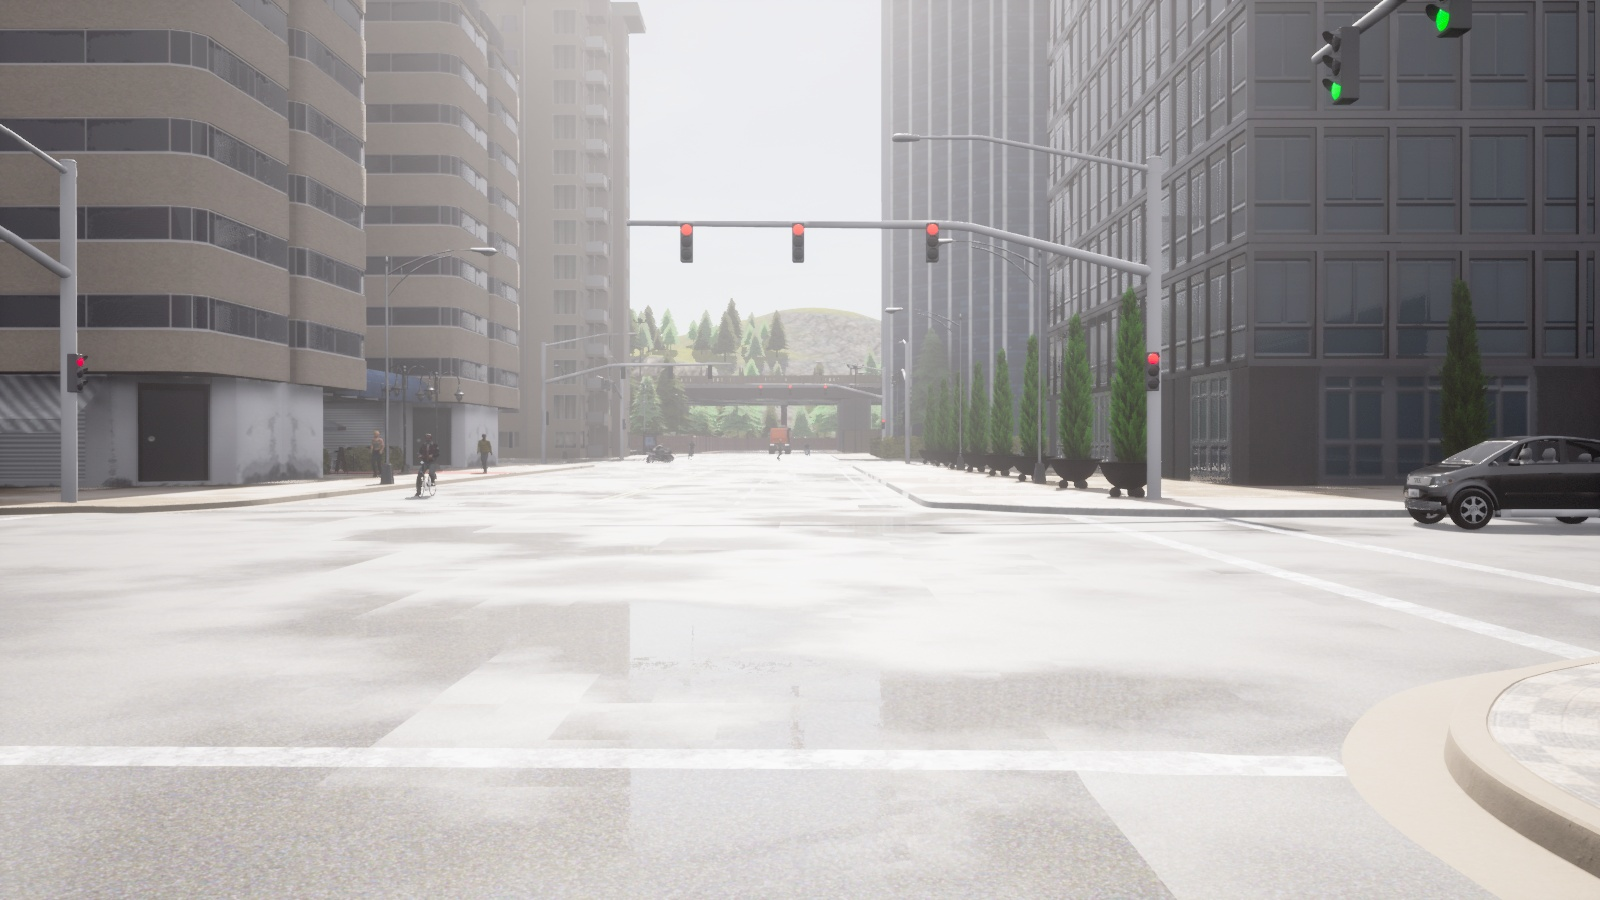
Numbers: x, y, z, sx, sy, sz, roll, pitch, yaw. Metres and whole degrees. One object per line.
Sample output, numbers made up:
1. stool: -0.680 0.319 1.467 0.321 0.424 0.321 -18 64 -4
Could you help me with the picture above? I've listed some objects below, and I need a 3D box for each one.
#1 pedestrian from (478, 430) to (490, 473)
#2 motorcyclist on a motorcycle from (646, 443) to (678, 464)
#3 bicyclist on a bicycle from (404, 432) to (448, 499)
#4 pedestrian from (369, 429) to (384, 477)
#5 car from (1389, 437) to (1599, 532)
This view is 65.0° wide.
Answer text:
1. pedestrian: -13.791 0.063 54.870 0.370 1.835 0.726 0 0 -1
2. motorcyclist on a motorcycle: -10.267 0.246 93.440 2.191 1.530 0.866 0 0 -31
3. bicyclist on a bicycle: -10.291 0.413 34.589 0.659 1.776 1.843 0 0 0
4. pedestrian: -16.520 0.114 48.989 0.345 1.836 0.594 0 0 5
5. car: 12.269 0.559 21.319 3.705 1.549 1.789 0 0 1
